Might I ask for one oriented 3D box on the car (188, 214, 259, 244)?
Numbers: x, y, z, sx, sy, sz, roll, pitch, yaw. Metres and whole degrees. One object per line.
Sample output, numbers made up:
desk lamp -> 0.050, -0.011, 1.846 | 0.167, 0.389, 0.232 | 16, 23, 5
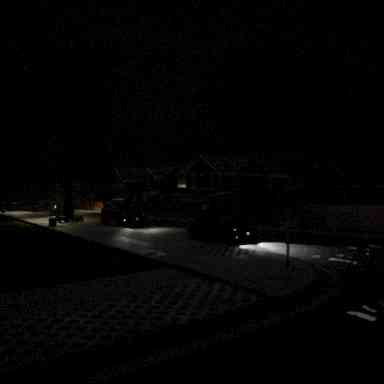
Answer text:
car -> 1.552, 1.857, 17.627 | 1.994, 1.385, 4.181 | 0, -1, -35

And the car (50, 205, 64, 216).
car -> -17.641, 2.483, 44.579 | 1.994, 1.385, 4.181 | 0, -1, -35

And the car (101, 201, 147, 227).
car -> -5.876, 1.770, 28.004 | 2.150, 2.045, 5.566 | 0, -1, -36
